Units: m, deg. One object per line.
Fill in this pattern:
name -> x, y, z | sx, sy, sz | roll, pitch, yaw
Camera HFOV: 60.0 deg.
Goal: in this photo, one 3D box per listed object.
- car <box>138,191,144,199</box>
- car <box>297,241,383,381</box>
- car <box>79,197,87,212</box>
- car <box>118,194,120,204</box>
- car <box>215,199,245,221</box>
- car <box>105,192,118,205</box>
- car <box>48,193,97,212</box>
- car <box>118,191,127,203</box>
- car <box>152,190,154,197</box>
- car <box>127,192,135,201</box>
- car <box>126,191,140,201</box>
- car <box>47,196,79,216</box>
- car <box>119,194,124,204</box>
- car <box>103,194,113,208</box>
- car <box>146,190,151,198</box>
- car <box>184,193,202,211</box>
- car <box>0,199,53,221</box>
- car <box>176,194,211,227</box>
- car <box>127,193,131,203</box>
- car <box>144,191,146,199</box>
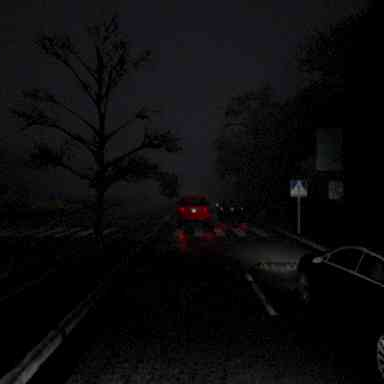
car -> -13.792, 0.877, 71.152 | 5.566, 2.045, 2.435 | -1, 1, -20
car -> 3.100, 1.495, 5.056 | 2.128, 1.511, 4.902 | 0, 0, 0
car -> -13.841, 1.547, 35.112 | 4.674, 1.452, 2.002 | -1, 0, -20
car -> -13.852, 1.449, 50.113 | 4.792, 1.488, 2.163 | -1, 1, -20
car -> 3.101, 1.371, 27.887 | 2.097, 1.767, 4.553 | 0, 0, 0
car -> -13.857, 1.197, 47.111 | 5.566, 2.045, 2.435 | -1, 1, -20
car -> -13.812, 1.251, 38.131 | 5.566, 2.045, 2.435 | -1, 0, -20
car -> -13.855, 1.225, 56.124 | 4.553, 1.767, 2.185 | -1, 1, -20
car -> -13.833, 0.756, 92.134 | 4.553, 1.767, 2.185 | -1, 0, -20
car -> -13.812, 1.265, 62.137 | 5.008, 1.535, 2.097 | -1, 1, -20
car -> -13.789, 1.201, 68.153 | 4.792, 1.488, 2.163 | -1, 1, -20
car -> -14.010, 1.511, 32.039 | 5.366, 1.575, 1.946 | -1, 0, -20
car -> -13.827, 1.430, 53.138 | 4.674, 1.452, 2.002 | -1, 0, -20
car -> -13.658, 1.464, 44.186 | 5.366, 1.575, 1.946 | -1, 0, -20
car -> -13.833, 0.721, 83.121 | 5.566, 2.045, 2.435 | -1, 1, -20
car -> 0.101, 1.206, 42.972 | 2.150, 2.045, 5.566 | 0, 0, 0
car -> -13.816, 1.540, 26.115 | 4.792, 1.488, 2.163 | -1, 0, -20
car -> 0.102, 1.240, 23.164 | 2.150, 2.045, 5.566 | 0, 0, 0
car -> -13.823, 1.349, 59.137 | 4.674, 1.452, 2.002 | -1, 1, -20
car -> -13.637, 1.079, 74.207 | 5.366, 1.575, 1.946 | -1, 1, -20
